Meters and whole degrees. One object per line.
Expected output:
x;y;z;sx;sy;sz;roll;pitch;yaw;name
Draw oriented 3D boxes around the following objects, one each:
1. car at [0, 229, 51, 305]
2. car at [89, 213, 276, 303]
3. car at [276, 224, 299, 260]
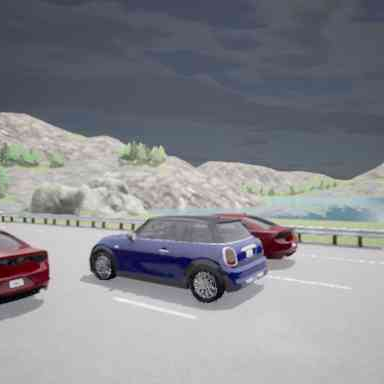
-5.245;1.500;7.336;5.008;1.535;1.882;0;0;33;car
-0.507;1.357;8.413;4.553;1.767;2.097;0;0;34;car
1.077;1.478;11.568;5.008;1.535;1.882;0;0;34;car
